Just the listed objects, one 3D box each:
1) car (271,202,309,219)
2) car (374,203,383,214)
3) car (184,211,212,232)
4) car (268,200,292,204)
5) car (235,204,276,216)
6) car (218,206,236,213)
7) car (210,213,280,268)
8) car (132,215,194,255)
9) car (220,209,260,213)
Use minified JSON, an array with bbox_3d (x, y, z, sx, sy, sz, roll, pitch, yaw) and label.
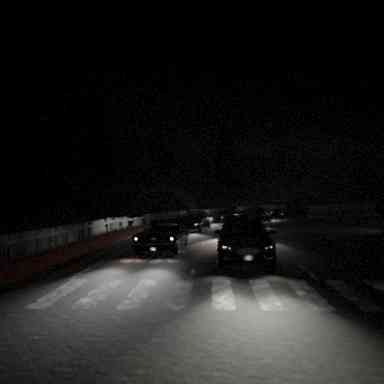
[{"bbox_3d":[11.512,2.190,37.947,4.902,1.511,2.128,0,-2,-45],"label":"car"},{"bbox_3d":[25.893,2.053,42.732,5.008,1.535,1.882,0,-2,-18],"label":"car"},{"bbox_3d":[0.261,2.118,24.740,2.033,1.411,5.357,-1,-1,14],"label":"car"},{"bbox_3d":[10.842,2.031,42.162,5.566,2.045,2.150,0,-2,-41],"label":"car"},{"bbox_3d":[5.762,2.102,29.674,1.837,1.490,4.892,-2,-2,27],"label":"car"},{"bbox_3d":[4.191,2.218,34.052,2.128,1.511,4.902,-2,-2,32],"label":"car"},{"bbox_3d":[1.915,1.740,12.285,2.128,1.511,4.902,-1,-1,6],"label":"car"},{"bbox_3d":[-1.242,1.970,15.211,1.895,1.301,4.718,-1,-1,7],"label":"car"},{"bbox_3d":[3.103,2.002,21.115,1.994,1.385,4.181,-1,-1,11],"label":"car"}]
